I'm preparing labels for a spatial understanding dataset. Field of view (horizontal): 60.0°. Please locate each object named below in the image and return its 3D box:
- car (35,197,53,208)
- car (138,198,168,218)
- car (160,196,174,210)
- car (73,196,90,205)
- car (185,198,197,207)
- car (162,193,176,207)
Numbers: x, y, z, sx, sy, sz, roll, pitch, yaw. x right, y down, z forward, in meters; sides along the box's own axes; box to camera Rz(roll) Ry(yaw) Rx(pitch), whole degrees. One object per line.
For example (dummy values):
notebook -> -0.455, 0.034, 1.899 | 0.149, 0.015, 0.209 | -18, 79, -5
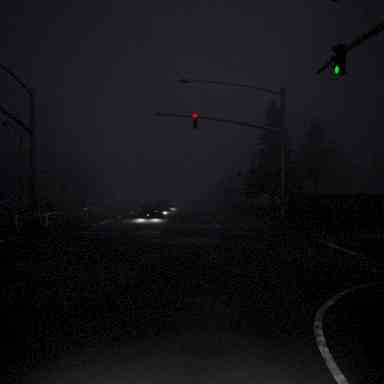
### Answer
car -> -20.631, 1.384, 45.590 | 1.970, 1.475, 3.806 | 0, 0, 0
car -> -3.682, 1.547, 30.561 | 2.033, 1.411, 5.357 | 0, 0, 0
car -> -3.703, 1.547, 40.666 | 2.033, 1.411, 5.357 | 0, 0, 0
car -> -17.597, 1.374, 52.990 | 1.845, 1.501, 3.633 | 0, 0, 0
car -> -0.137, 1.601, 51.214 | 1.895, 1.301, 4.718 | 0, 0, 0
car -> -3.678, 1.221, 51.019 | 2.150, 2.045, 5.566 | 0, 0, -2
